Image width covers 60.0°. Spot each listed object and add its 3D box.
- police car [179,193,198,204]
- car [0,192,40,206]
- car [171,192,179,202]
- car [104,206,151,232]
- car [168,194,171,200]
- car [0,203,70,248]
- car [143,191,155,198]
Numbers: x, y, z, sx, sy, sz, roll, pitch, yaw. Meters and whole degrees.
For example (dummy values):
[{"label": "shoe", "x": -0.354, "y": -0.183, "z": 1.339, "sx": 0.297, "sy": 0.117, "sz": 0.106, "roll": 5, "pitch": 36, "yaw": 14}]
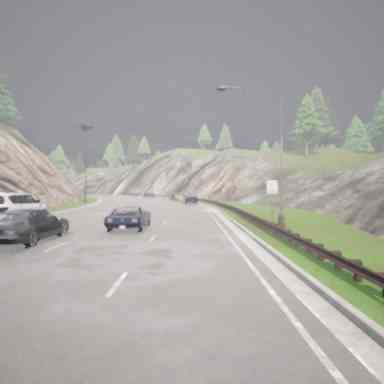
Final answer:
[{"label": "police car", "x": -0.278, "y": 0.940, "z": 49.677, "sx": 1.930, "sy": 1.638, "sz": 5.238, "roll": 0, "pitch": 1, "yaw": -8}, {"label": "car", "x": -10.436, "y": 1.037, "z": 19.416, "sx": 2.150, "sy": 2.045, "sz": 5.566, "roll": 0, "pitch": 1, "yaw": 0}, {"label": "car", "x": -2.055, "y": 0.873, "z": 59.809, "sx": 1.801, "sy": 1.575, "sz": 5.366, "roll": 0, "pitch": 1, "yaw": -12}, {"label": "car", "x": -3.435, "y": 1.420, "z": 18.630, "sx": 1.895, "sy": 1.301, "sz": 4.718, "roll": 0, "pitch": 1, "yaw": 0}, {"label": "car", "x": -3.425, "y": 0.867, "z": 65.583, "sx": 1.837, "sy": 1.490, "sz": 4.892, "roll": 0, "pitch": 1, "yaw": -15}, {"label": "car", "x": -6.926, "y": 1.414, "z": 13.985, "sx": 2.033, "sy": 1.411, "sz": 5.357, "roll": 0, "pitch": 1, "yaw": 0}, {"label": "car", "x": -10.945, "y": 0.591, "z": 84.378, "sx": 2.128, "sy": 1.511, "sz": 4.902, "roll": 0, "pitch": 1, "yaw": -25}]
